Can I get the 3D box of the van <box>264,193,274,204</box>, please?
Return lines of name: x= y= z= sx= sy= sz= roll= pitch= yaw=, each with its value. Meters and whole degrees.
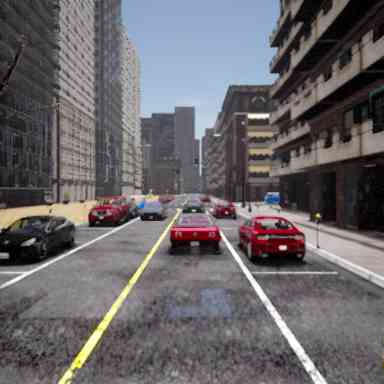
van: x=13.851 y=1.038 z=54.149 sx=3.998 sy=1.788 sz=1.690 roll=-1 pitch=1 yaw=0

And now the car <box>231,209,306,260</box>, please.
car: x=2.716 y=1.524 z=12.142 sx=1.887 sy=1.381 sz=4.507 roll=0 pitch=0 yaw=0

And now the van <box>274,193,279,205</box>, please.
van: x=13.850 y=1.088 z=45.769 sx=3.998 sy=1.788 sz=1.690 roll=-1 pitch=1 yaw=0

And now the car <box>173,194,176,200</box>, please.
car: x=-5.489 y=1.458 z=77.701 sx=1.887 sy=1.381 sz=4.507 roll=0 pitch=0 yaw=0

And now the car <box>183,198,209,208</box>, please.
car: x=0.166 y=1.516 z=29.352 sx=1.994 sy=1.385 sz=4.181 roll=0 pitch=0 yaw=0

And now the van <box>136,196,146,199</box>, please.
van: x=-5.606 y=1.287 z=34.256 sx=1.690 sy=1.788 sz=3.998 roll=0 pitch=0 yaw=0

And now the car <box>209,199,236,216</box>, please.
car: x=2.760 y=1.498 z=28.710 sx=1.887 sy=1.381 sz=4.507 roll=0 pitch=0 yaw=0

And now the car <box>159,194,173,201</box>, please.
car: x=-5.520 y=1.234 z=66.647 sx=2.192 sy=1.841 sz=5.009 roll=0 pitch=0 yaw=0

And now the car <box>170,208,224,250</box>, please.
car: x=0.127 y=1.576 z=14.271 sx=1.895 sy=1.301 sz=4.718 roll=0 pitch=0 yaw=0

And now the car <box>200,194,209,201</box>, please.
car: x=2.890 y=1.354 z=77.678 sx=1.967 sy=1.590 sz=4.097 roll=0 pitch=0 yaw=0

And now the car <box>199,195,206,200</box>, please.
car: x=2.935 y=1.478 z=94.262 sx=1.947 sy=1.339 sz=4.313 roll=0 pitch=0 yaw=0

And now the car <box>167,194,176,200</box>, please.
car: x=-5.460 y=1.351 z=88.757 sx=1.967 sy=1.590 sz=4.097 roll=0 pitch=0 yaw=0

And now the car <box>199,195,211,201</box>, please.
car: x=2.861 y=1.465 z=66.624 sx=1.887 sy=1.381 sz=4.507 roll=0 pitch=0 yaw=0

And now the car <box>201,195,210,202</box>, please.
car: x=2.876 y=1.462 z=72.151 sx=1.887 sy=1.381 sz=4.507 roll=0 pitch=0 yaw=0

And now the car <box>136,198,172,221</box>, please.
car: x=-3.014 y=1.503 z=27.191 sx=2.033 sy=1.411 sz=5.357 roll=0 pitch=0 yaw=0

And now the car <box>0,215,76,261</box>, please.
car: x=-5.664 y=1.544 z=12.166 sx=1.947 sy=1.339 sz=4.313 roll=0 pitch=0 yaw=0

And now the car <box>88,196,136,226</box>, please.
car: x=-5.636 y=1.276 z=23.210 sx=2.192 sy=1.841 sz=5.009 roll=0 pitch=0 yaw=0
